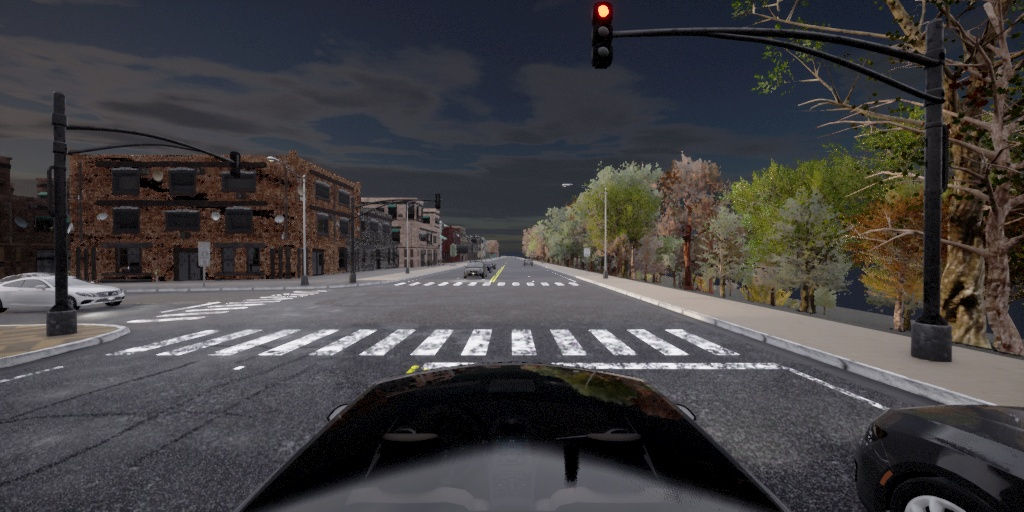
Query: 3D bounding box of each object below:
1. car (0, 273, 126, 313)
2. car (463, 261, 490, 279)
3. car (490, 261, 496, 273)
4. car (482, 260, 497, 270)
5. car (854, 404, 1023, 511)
[{"bbox_3d":[-19.503,1.569,15.299,4.674,1.442,1.812,-1,1,-1],"label":"car"},{"bbox_3d":[-3.312,1.250,33.063,1.837,1.490,4.892,0,0,0],"label":"car"},{"bbox_3d":[-3.321,1.345,42.984,1.895,1.301,4.718,0,0,0],"label":"car"},{"bbox_3d":[-3.321,1.344,53.081,1.895,1.301,4.718,0,0,0],"label":"car"},{"bbox_3d":[3.347,1.255,0.509,1.837,1.490,4.892,0,0,0],"label":"car"}]
